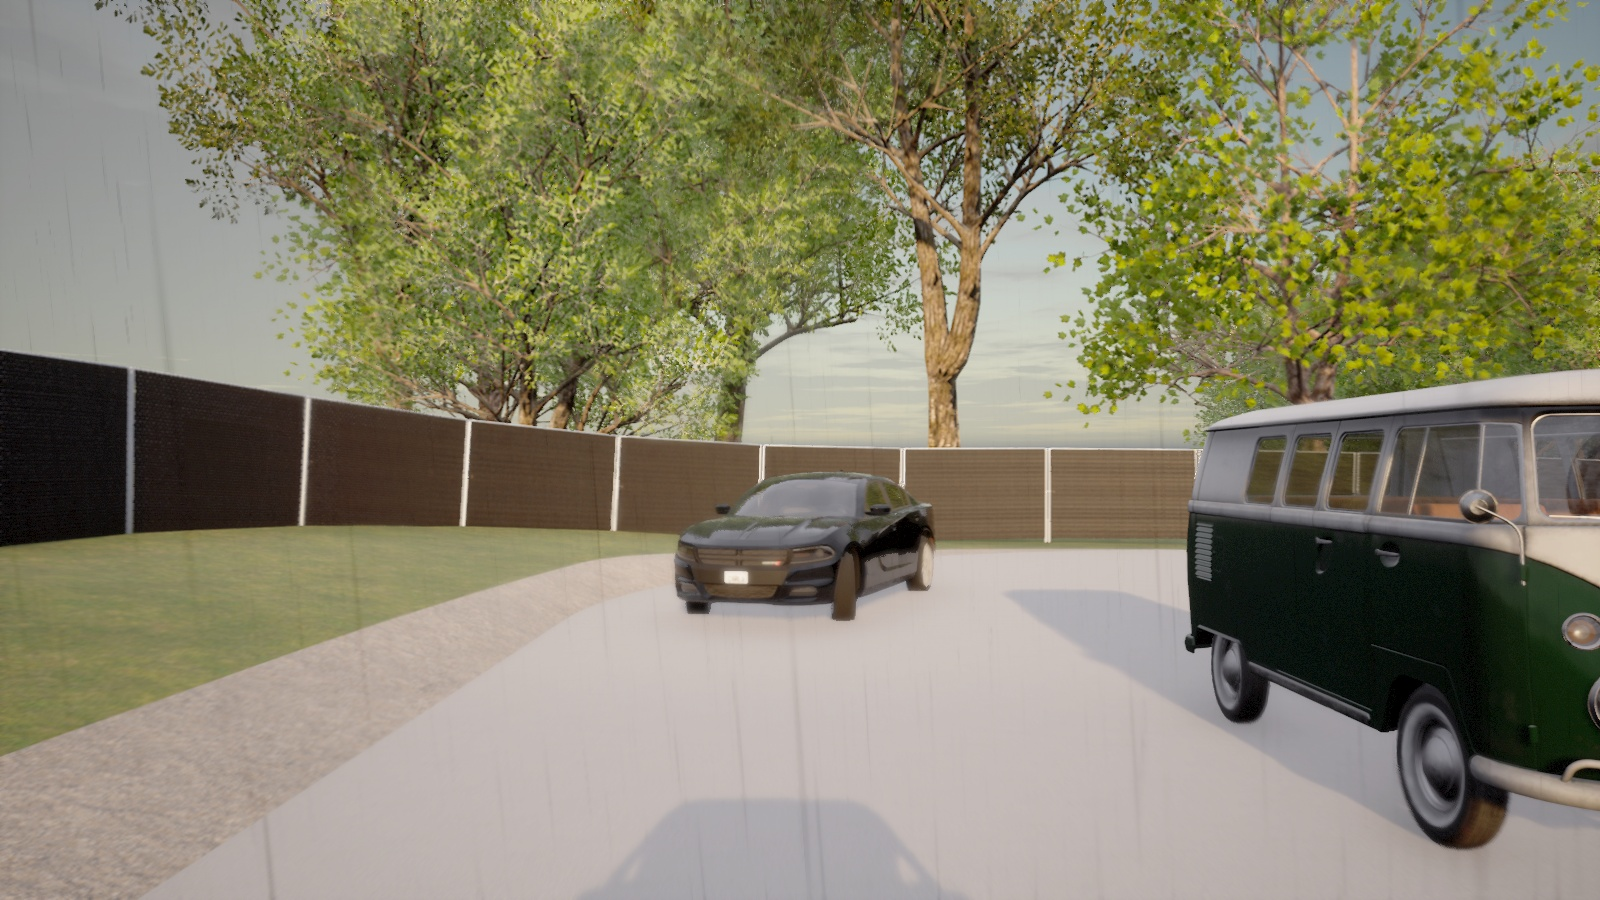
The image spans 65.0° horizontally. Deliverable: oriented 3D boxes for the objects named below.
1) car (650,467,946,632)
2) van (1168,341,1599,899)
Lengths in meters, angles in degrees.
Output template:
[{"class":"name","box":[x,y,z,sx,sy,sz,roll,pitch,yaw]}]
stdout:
[{"class":"car","box":[0.213,0.999,14.690,1.882,1.535,5.008,-1,-1,19]},{"class":"van","box":[3.447,0.646,6.490,1.775,1.987,4.442,0,-1,0]}]
